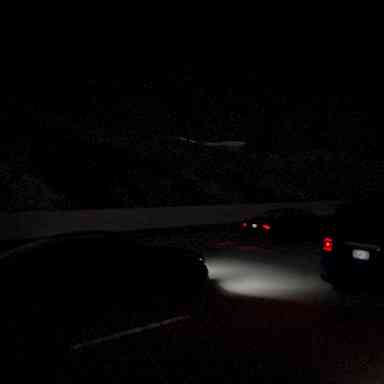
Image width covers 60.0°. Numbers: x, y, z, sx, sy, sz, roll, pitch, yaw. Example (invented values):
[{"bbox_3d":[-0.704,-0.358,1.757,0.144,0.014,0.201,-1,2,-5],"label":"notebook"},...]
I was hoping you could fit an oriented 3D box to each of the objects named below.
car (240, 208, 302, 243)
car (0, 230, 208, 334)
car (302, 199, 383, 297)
[{"bbox_3d":[4.715,1.483,15.706,5.357,1.411,2.033,0,0,-36],"label":"car"},{"bbox_3d":[-1.825,1.514,6.730,4.674,1.442,1.812,0,0,-36],"label":"car"},{"bbox_3d":[5.148,1.179,7.430,5.566,2.045,2.150,0,0,-36],"label":"car"}]
